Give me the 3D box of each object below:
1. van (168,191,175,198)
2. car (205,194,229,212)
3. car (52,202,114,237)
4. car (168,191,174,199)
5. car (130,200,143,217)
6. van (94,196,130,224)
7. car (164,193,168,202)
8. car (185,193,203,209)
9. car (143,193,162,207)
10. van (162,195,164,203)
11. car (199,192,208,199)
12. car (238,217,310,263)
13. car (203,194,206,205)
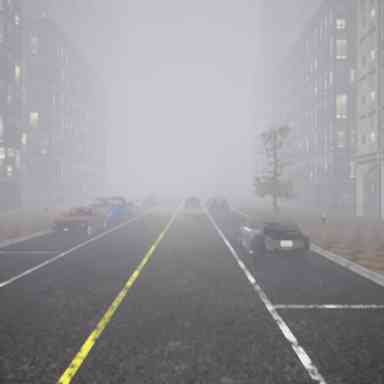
[{"bbox_3d":[-5.699,0.739,91.259,1.690,1.788,3.998,0,0,0],"label":"van"},{"bbox_3d":[2.690,1.223,34.326,1.967,1.590,4.097,0,0,0],"label":"car"},{"bbox_3d":[-5.690,1.437,17.264,1.887,1.381,4.507,0,0,0],"label":"car"},{"bbox_3d":[-5.698,1.003,79.706,1.752,1.417,4.829,0,0,0],"label":"car"},{"bbox_3d":[-5.691,1.401,28.649,1.802,1.307,4.206,0,0,0],"label":"car"},{"bbox_3d":[-5.689,1.197,22.955,1.690,1.788,3.998,0,0,0],"label":"van"},{"bbox_3d":[-5.695,1.197,57.109,1.947,1.339,4.313,0,0,0],"label":"car"},{"bbox_3d":[0.094,1.214,41.370,1.882,1.535,5.008,0,1,0],"label":"car"},{"bbox_3d":[-5.693,1.147,45.723,1.967,1.590,4.097,0,0,0],"label":"car"},{"bbox_3d":[-5.693,1.010,51.416,1.690,1.788,3.998,0,0,0],"label":"van"},{"bbox_3d":[2.683,0.917,79.861,1.967,1.590,4.097,0,0,0],"label":"car"},{"bbox_3d":[2.692,1.494,11.561,1.947,1.339,4.313,0,0,0],"label":"car"},{"bbox_3d":[2.687,1.289,45.711,1.802,1.307,4.206,0,0,0],"label":"car"}]
